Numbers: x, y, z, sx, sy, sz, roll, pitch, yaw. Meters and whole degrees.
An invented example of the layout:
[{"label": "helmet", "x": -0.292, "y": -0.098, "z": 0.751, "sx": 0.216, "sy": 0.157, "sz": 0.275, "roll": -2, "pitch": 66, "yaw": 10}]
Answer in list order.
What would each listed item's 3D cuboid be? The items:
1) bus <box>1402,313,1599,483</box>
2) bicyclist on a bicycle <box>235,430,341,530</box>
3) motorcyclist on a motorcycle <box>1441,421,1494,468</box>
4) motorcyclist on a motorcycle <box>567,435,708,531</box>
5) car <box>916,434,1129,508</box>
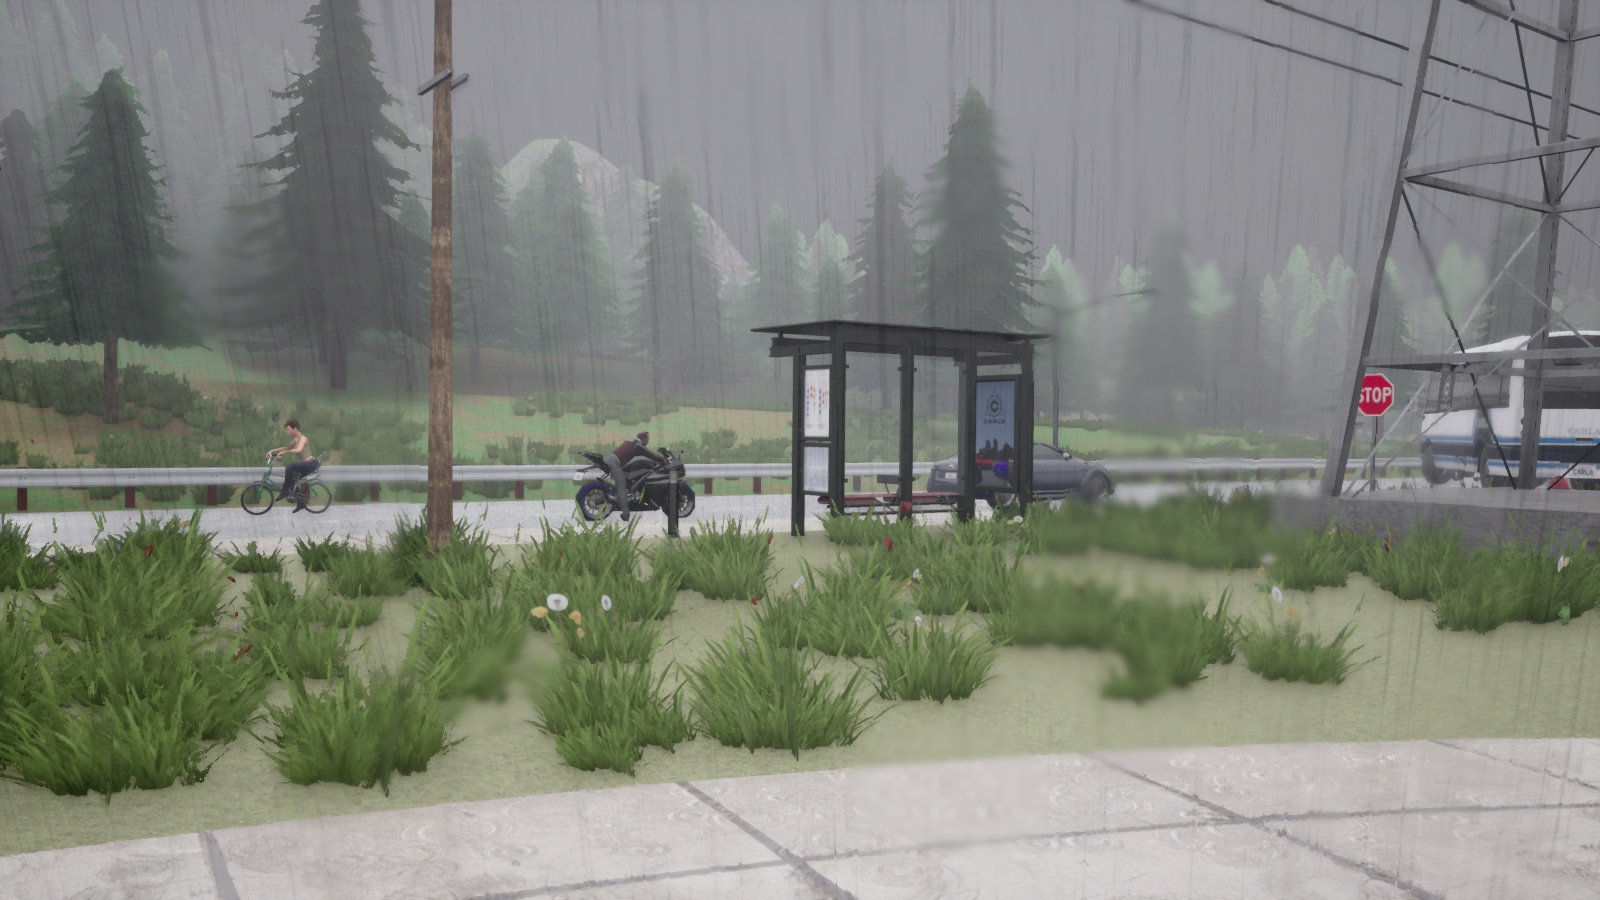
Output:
[{"label": "bus", "x": 20.869, "y": -1.400, "z": 36.621, "sx": 3.944, "sy": 4.253, "sz": 10.273, "roll": 0, "pitch": 1, "yaw": 14}, {"label": "bicyclist on a bicycle", "x": -8.697, "y": 0.481, "z": 21.338, "sx": 1.509, "sy": 1.612, "sz": 0.866, "roll": -1, "pitch": 1, "yaw": -34}, {"label": "motorcyclist on a motorcycle", "x": 22.955, "y": -0.199, "z": 43.160, "sx": 1.817, "sy": 1.590, "sz": 0.866, "roll": -1, "pitch": 1, "yaw": -35}, {"label": "motorcyclist on a motorcycle", "x": -2.729, "y": 0.518, "z": 21.208, "sx": 2.191, "sy": 1.530, "sz": 0.866, "roll": -1, "pitch": 1, "yaw": -35}, {"label": "car", "x": 4.695, "y": 0.383, "z": 26.325, "sx": 4.181, "sy": 1.385, "sz": 1.994, "roll": -1, "pitch": 1, "yaw": -34}]
